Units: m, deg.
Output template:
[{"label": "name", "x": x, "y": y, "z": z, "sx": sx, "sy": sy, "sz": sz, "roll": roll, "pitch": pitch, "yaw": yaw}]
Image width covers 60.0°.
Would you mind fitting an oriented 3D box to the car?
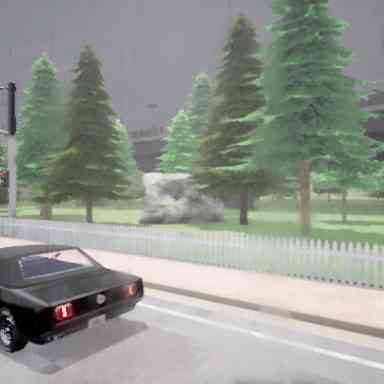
[{"label": "car", "x": -3.215, "y": 1.649, "z": 6.241, "sx": 4.718, "sy": 1.301, "sz": 1.895, "roll": -1, "pitch": 0, "yaw": 36}]
